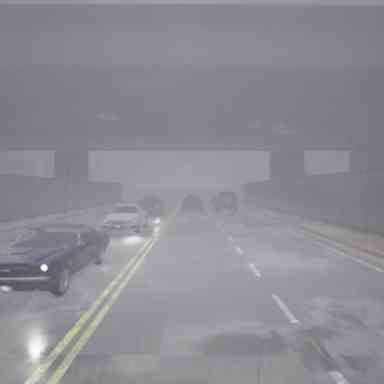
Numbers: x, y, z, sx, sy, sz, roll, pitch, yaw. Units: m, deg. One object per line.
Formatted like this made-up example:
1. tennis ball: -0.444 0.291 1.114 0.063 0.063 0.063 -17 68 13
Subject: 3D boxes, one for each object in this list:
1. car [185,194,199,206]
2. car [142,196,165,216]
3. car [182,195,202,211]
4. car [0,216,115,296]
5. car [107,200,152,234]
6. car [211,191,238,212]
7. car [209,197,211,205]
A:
1. car: 0.024 1.097 47.906 1.882 1.535 5.008 0 1 0
2. car: -3.564 1.123 28.985 2.097 1.767 4.553 0 0 0
3. car: 0.002 1.072 35.448 2.097 1.767 4.553 0 0 0
4. car: -3.589 1.536 8.604 1.895 1.301 4.718 0 0 0
5. car: -3.578 1.381 18.434 1.812 1.442 4.674 0 0 0
6. car: 3.502 0.948 34.778 2.150 2.045 5.566 0 0 0
7. car: 3.521 1.149 47.576 1.812 1.442 4.674 0 1 0
